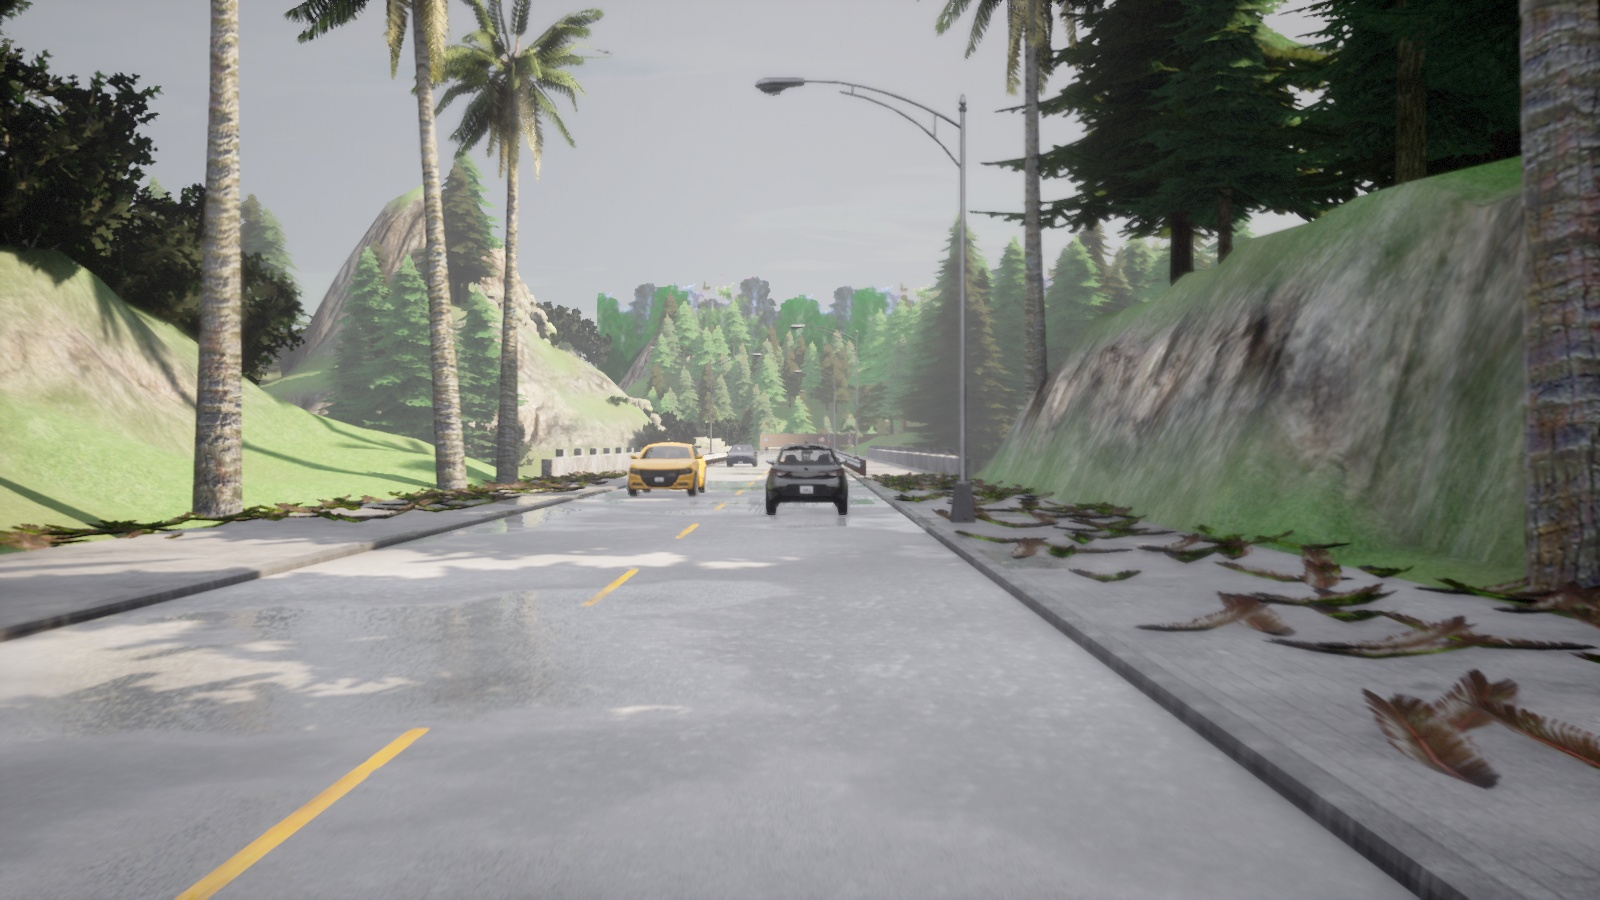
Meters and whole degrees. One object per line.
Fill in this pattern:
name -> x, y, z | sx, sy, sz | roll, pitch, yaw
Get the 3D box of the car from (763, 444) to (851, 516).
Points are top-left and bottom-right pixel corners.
car -> 0.155, 0.602, 27.956 | 1.816, 1.474, 4.193 | 0, 0, 0

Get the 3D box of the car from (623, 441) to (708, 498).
car -> -3.804, 0.517, 36.195 | 1.882, 1.535, 5.008 | 0, 0, 0

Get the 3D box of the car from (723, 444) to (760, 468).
car -> -3.593, 0.350, 78.246 | 2.033, 1.411, 5.357 | 0, 0, 0
